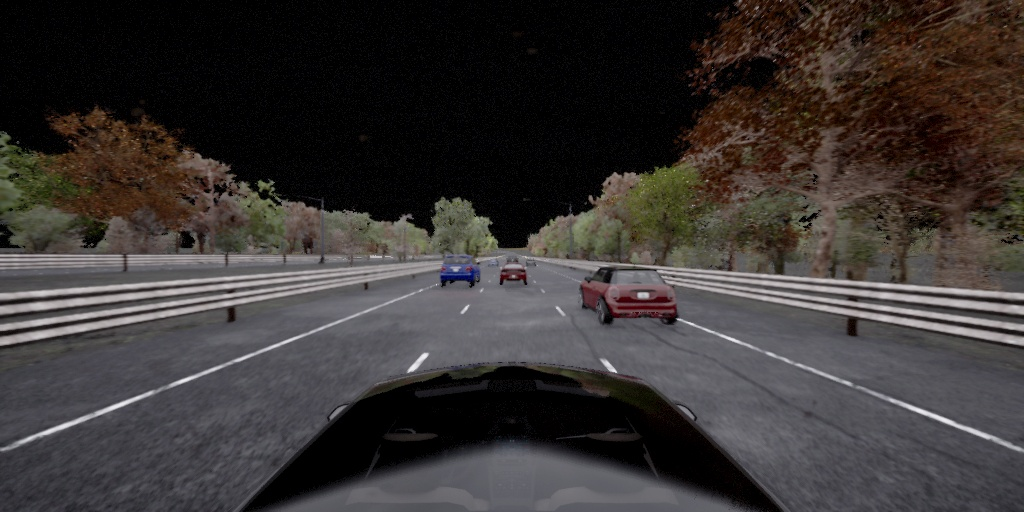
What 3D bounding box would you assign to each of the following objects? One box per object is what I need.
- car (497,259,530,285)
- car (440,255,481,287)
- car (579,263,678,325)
[{"bbox_3d":[0.103,1.220,26.379,1.882,1.535,5.008,0,0,0],"label":"car"},{"bbox_3d":[-3.396,0.963,24.280,2.150,2.045,5.566,0,0,0],"label":"car"},{"bbox_3d":[3.601,1.099,11.950,2.097,1.767,4.553,0,0,0],"label":"car"}]
